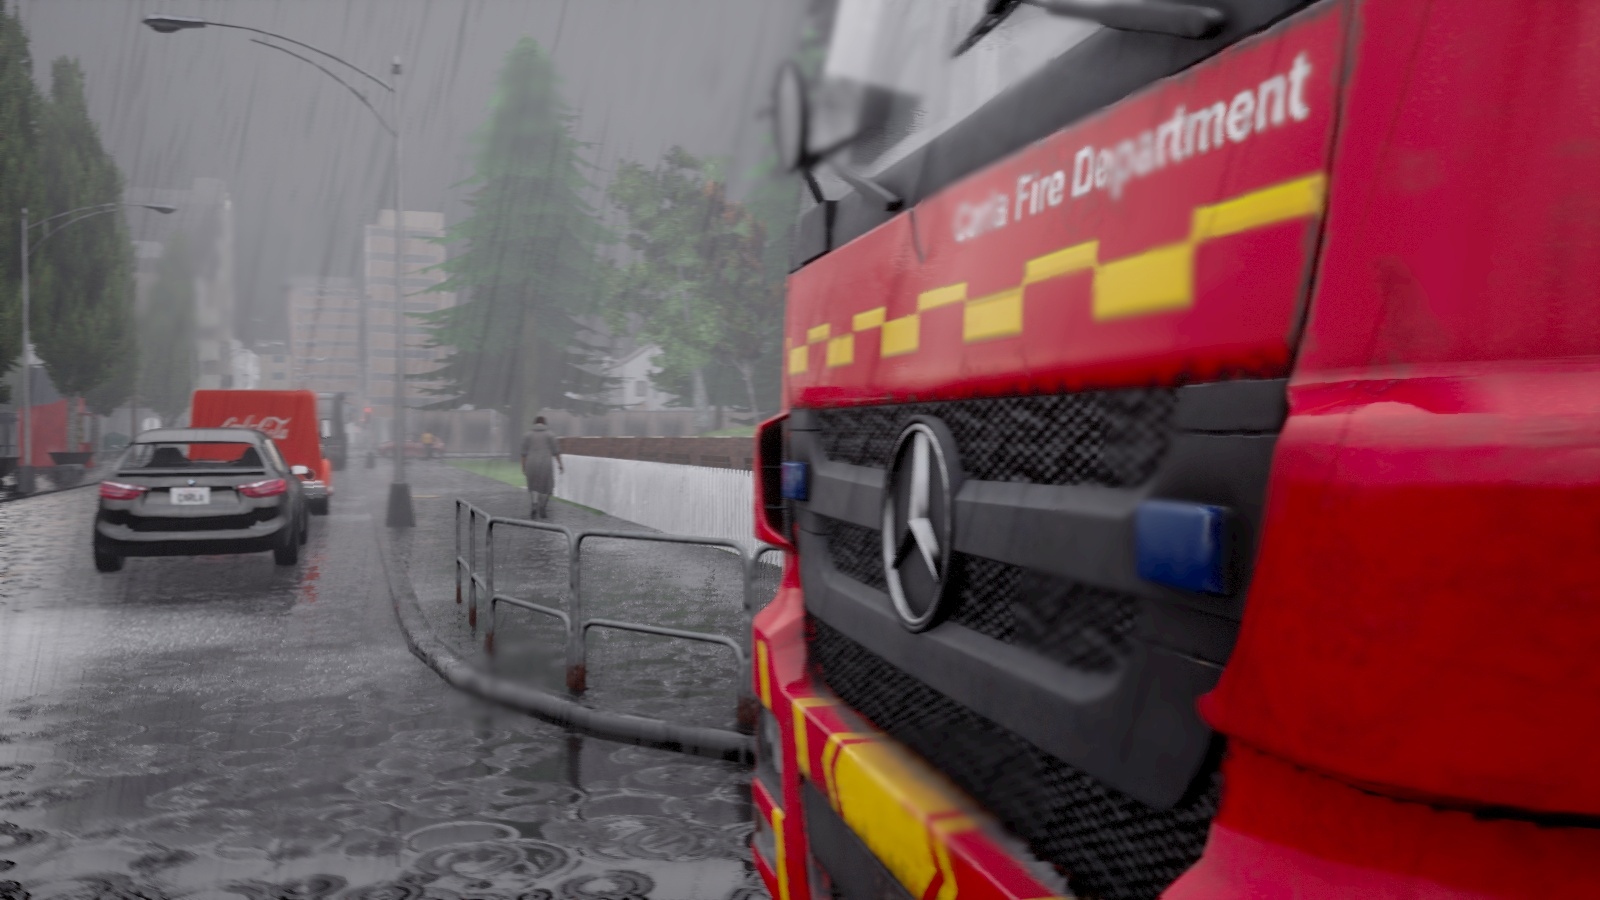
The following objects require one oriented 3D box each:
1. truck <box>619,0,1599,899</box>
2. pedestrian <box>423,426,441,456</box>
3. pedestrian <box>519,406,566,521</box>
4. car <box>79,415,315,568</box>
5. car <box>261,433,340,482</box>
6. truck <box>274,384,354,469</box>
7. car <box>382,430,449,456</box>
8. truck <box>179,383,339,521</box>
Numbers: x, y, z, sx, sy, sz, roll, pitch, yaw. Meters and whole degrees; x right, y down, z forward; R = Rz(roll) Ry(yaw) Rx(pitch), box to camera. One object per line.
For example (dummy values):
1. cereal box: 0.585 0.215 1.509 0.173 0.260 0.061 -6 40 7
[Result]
1. truck: 3.937 -0.363 3.209 8.468 3.827 2.891 0 1 -14
2. pedestrian: -22.522 -0.565 76.879 0.874 1.855 0.900 0 1 -29
3. pedestrian: -4.457 0.224 21.754 0.659 1.952 0.873 0 1 -2
4. car: -7.554 0.418 16.237 2.242 1.667 4.611 0 1 -19
5. car: -16.129 0.205 40.736 2.163 1.488 4.792 0 1 -19
6. truck: -21.284 -0.995 55.323 2.891 3.462 7.936 0 1 -18
7. car: -24.490 -0.459 79.921 3.988 1.617 1.851 0 1 -21
8. truck: -10.722 -0.039 25.319 2.627 2.467 5.204 0 2 -19
